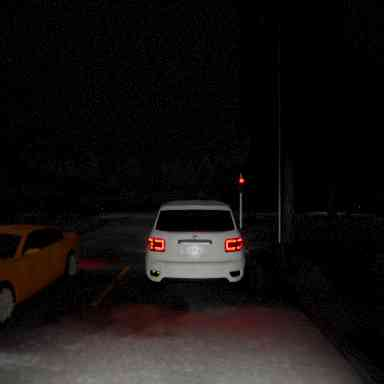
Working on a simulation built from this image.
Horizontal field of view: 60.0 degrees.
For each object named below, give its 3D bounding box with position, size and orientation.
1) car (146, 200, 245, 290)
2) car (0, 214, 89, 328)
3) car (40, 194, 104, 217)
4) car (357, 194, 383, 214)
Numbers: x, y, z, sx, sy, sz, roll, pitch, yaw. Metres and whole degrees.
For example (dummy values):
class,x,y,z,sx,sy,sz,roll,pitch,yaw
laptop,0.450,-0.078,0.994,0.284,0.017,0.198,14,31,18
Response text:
class,x,y,z,sx,sy,sz,roll,pitch,yaw
car,0.103,1.221,9.207,2.150,2.045,5.566,0,0,1
car,-4.036,1.477,7.167,1.882,1.535,5.008,0,0,1
car,-11.018,1.222,30.728,5.566,2.045,2.150,0,0,1
car,20.224,1.221,34.627,5.566,2.045,2.150,0,0,0
